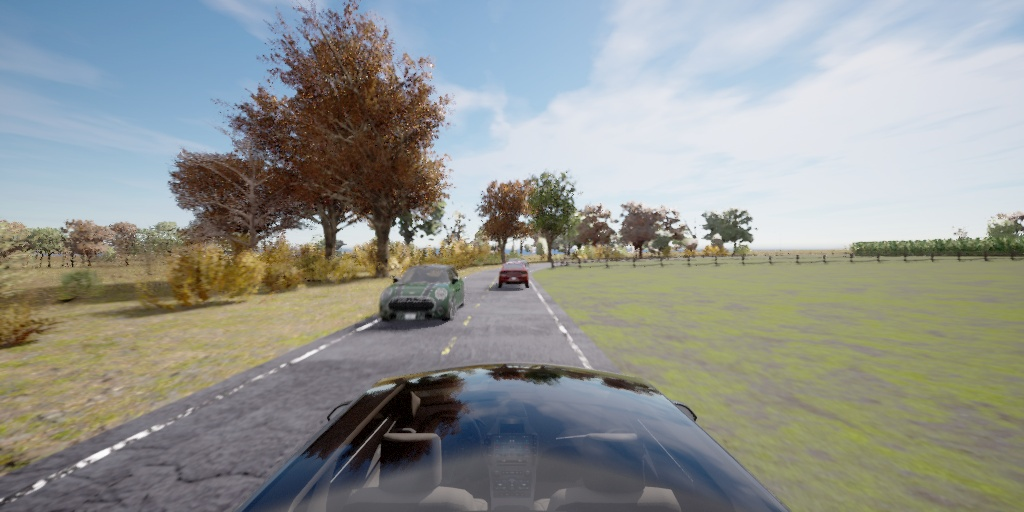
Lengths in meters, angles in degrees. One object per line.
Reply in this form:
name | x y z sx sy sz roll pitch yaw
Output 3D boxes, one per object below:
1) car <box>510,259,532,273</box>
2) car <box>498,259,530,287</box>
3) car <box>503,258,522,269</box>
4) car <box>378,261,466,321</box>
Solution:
car | 1.140 1.139 43.550 2.128 1.511 4.902 0 0 8
car | 0.105 1.190 23.822 1.882 1.535 5.008 0 0 0
car | 0.129 1.121 53.411 1.812 1.442 4.674 0 0 15
car | -2.844 1.090 12.262 2.097 1.767 4.553 0 0 0
